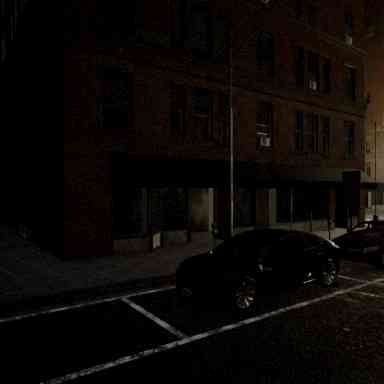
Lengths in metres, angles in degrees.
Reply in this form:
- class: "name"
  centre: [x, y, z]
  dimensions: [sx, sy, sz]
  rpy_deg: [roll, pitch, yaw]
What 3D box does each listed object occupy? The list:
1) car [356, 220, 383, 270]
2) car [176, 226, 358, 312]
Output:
- class: "car"
  centre: [6.173, 1.582, 10.894]
  dimensions: [4.206, 1.307, 1.802]
  rpy_deg: [0, 0, -35]
- class: "car"
  centre: [1.683, 1.566, 7.714]
  dimensions: [4.313, 1.339, 1.947]
  rpy_deg: [0, 0, -35]
